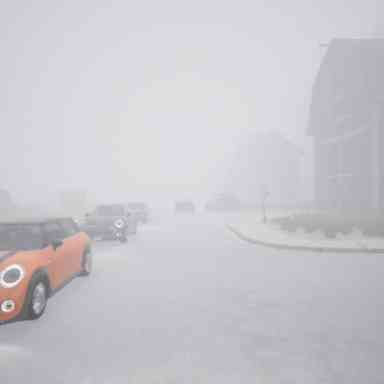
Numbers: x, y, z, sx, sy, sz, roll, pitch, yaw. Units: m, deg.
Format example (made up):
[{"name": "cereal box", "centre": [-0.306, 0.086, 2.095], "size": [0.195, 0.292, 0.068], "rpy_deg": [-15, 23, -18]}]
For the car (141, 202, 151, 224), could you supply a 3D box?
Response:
[{"name": "car", "centre": [-4.166, 1.504, 24.981], "size": [1.837, 1.490, 4.892], "rpy_deg": [0, 0, -1]}]

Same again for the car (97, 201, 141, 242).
[{"name": "car", "centre": [-3.961, 1.359, 16.141], "size": [2.097, 1.767, 4.553], "rpy_deg": [0, 0, -1]}]

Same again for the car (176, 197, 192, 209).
[{"name": "car", "centre": [-1.042, 1.511, 45.626], "size": [2.033, 1.411, 5.357], "rpy_deg": [0, 0, -1]}]

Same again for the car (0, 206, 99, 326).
[{"name": "car", "centre": [-3.753, 1.363, 7.263], "size": [2.097, 1.767, 4.553], "rpy_deg": [0, 0, -1]}]

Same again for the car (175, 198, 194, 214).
[{"name": "car", "centre": [-0.771, 1.398, 34.845], "size": [1.882, 1.535, 5.008], "rpy_deg": [-1, -1, -1]}]

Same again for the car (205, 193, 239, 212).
[{"name": "car", "centre": [3.310, 1.093, 36.525], "size": [1.905, 1.878, 3.866], "rpy_deg": [-8, 4, -44]}]
